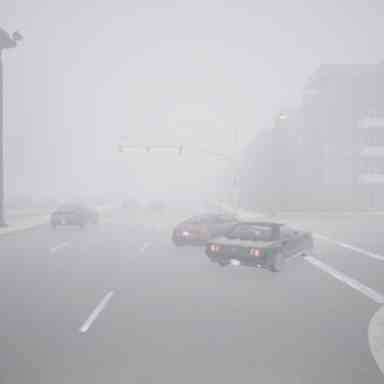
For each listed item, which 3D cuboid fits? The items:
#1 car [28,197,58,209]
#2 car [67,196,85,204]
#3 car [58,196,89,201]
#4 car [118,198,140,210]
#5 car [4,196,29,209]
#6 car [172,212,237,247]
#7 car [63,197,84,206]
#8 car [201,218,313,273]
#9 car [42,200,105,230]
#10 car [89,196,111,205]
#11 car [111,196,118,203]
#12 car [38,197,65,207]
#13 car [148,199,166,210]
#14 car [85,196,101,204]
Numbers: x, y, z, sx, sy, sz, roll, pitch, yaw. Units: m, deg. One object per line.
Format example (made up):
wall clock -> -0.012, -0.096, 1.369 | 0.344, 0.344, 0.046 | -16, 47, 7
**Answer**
car -> -19.722, 1.523, 45.342 | 2.128, 1.511, 4.902 | 0, 0, 0
car -> -23.159, 1.523, 66.541 | 1.882, 1.535, 5.008 | 0, 0, 0
car -> -16.222, 1.536, 45.956 | 1.837, 1.490, 4.892 | 0, 0, 0
car -> -8.047, 1.507, 43.986 | 1.882, 1.535, 5.008 | 0, 0, -1
car -> -23.214, 1.383, 44.640 | 2.097, 1.767, 4.553 | 0, 0, 0
car -> 1.101, 1.573, 14.386 | 1.994, 1.385, 4.181 | 0, 0, 42
car -> -19.721, 1.601, 55.349 | 1.994, 1.385, 4.181 | 0, 0, 1
car -> 2.439, 1.608, 10.809 | 1.895, 1.301, 4.718 | 0, 0, 35
car -> -7.392, 1.506, 21.284 | 2.128, 1.511, 4.902 | 0, 0, -2
car -> -16.195, 1.586, 57.846 | 2.033, 1.411, 5.357 | 0, 0, 1
car -> -16.155, 1.582, 68.344 | 2.033, 1.411, 5.357 | 0, 0, 0
car -> -23.204, 1.585, 55.112 | 2.033, 1.411, 5.357 | 0, 0, 1
car -> -4.537, 1.592, 43.087 | 1.994, 1.385, 4.181 | 0, 0, -1
car -> -19.660, 1.545, 66.382 | 1.837, 1.490, 4.892 | 0, 0, 0
